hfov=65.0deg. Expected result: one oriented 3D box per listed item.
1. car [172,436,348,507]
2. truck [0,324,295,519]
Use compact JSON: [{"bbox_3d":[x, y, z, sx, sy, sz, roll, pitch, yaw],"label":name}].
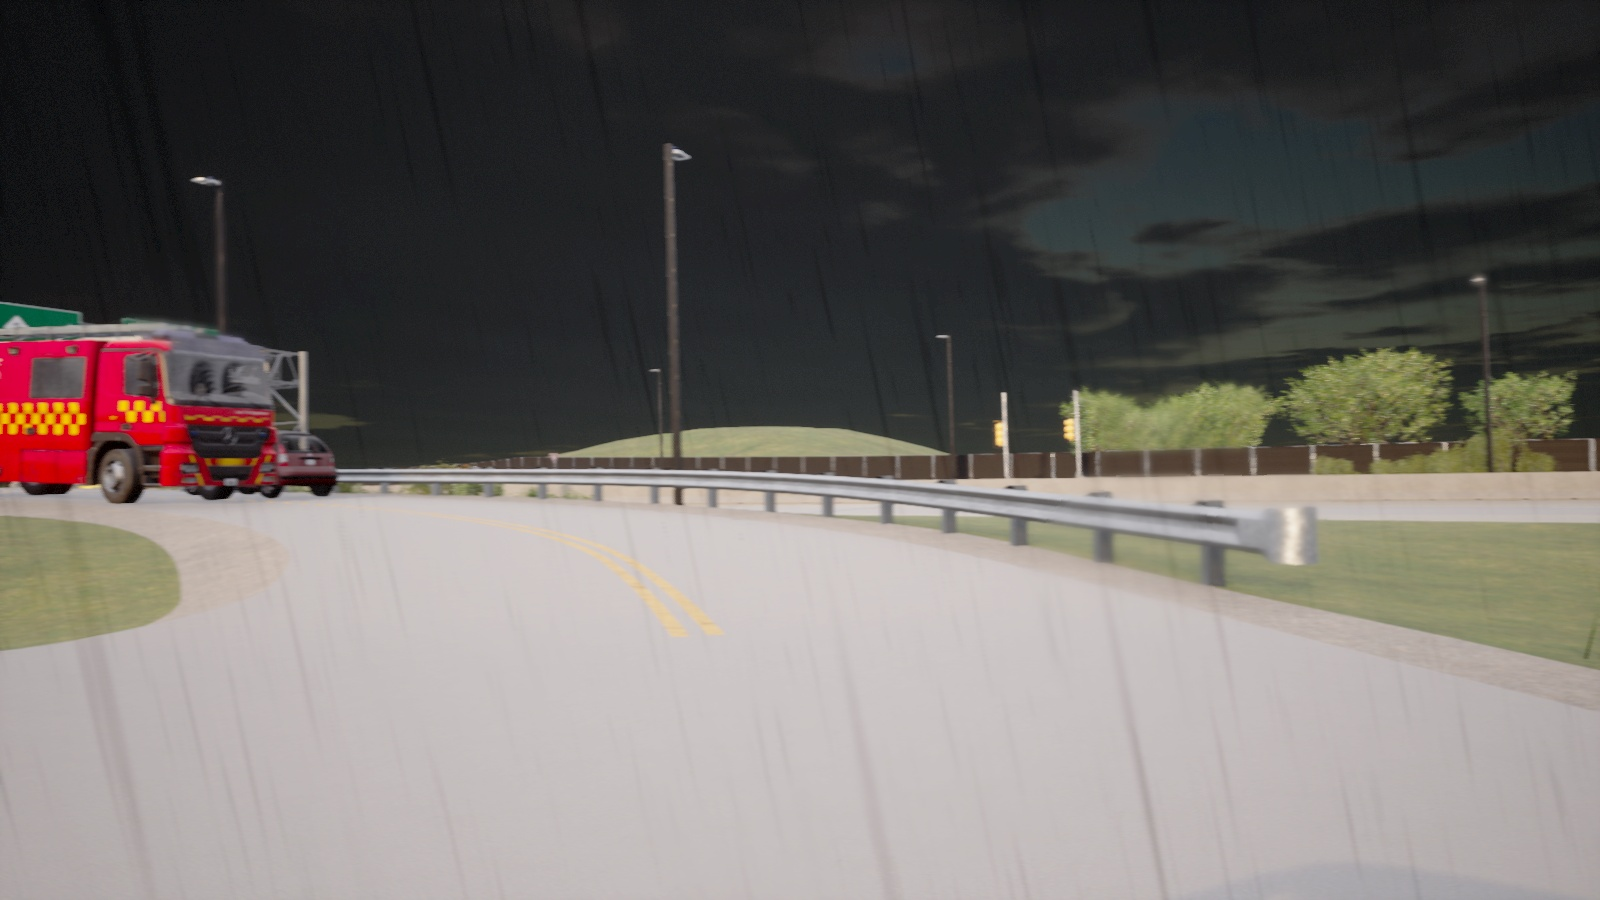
[{"bbox_3d":[-13.169,0.523,30.602,3.988,1.617,1.851,-1,-1,29],"label":"car"},{"bbox_3d":[-15.482,-0.542,27.580,8.468,3.827,2.891,0,0,21],"label":"truck"}]
